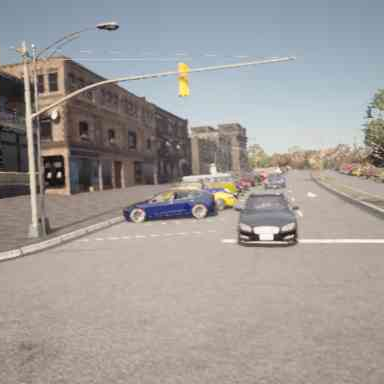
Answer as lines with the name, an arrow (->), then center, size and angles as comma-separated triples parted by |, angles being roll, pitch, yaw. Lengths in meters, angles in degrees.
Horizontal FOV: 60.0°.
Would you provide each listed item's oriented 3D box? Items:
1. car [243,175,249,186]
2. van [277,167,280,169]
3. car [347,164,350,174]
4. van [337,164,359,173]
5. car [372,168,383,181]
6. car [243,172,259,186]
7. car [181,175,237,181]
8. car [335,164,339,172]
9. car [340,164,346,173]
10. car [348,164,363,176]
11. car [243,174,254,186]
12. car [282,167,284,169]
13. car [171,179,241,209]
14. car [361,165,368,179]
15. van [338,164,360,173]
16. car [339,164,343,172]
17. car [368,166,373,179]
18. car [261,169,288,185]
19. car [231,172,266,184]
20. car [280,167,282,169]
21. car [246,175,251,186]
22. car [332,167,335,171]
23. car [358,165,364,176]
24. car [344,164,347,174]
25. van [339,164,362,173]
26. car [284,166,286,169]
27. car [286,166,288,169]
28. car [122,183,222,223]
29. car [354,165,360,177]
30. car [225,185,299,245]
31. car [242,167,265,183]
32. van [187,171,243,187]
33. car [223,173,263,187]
car -> 1.980, -0.333, 28.732 | 4.892, 1.521, 2.231 | -4, 3, -5
van -> 16.687, -4.322, 74.598 | 4.442, 1.987, 1.878 | -4, 3, 0
car -> 29.534, -3.665, 56.569 | 4.553, 1.767, 2.185 | -2, 4, -1
van -> 38.286, -5.876, 81.734 | 4.442, 1.987, 1.878 | -2, 4, 0
car -> 23.472, -1.926, 36.894 | 5.366, 1.575, 1.946 | -2, 4, -3
car -> 5.261, -1.222, 40.324 | 4.674, 1.452, 2.002 | -4, 4, -4
car -> 0.418, 0.003, 22.894 | 4.553, 1.767, 2.185 | -4, 3, -6
car -> 35.256, -4.945, 73.356 | 5.366, 1.575, 1.946 | -2, 4, 0
car -> 31.313, -4.005, 62.166 | 5.366, 1.575, 1.946 | -2, 4, -1
car -> 28.616, -3.307, 53.779 | 5.008, 1.535, 2.097 | -2, 4, -1
car -> 3.588, -0.757, 34.541 | 4.674, 1.452, 2.002 | -4, 3, -4
car -> 18.547, -4.812, 80.236 | 5.566, 2.045, 2.435 | -4, 4, 0
car -> -0.097, 0.340, 20.003 | 5.366, 1.575, 1.946 | -4, 3, -6
car -> 24.992, -2.378, 42.535 | 5.008, 1.535, 2.097 | -2, 4, -2
van -> 37.298, -5.641, 78.935 | 4.442, 1.987, 1.878 | -2, 4, 0
car -> 32.495, -4.496, 64.955 | 5.566, 2.045, 2.435 | -2, 4, 0
car -> 24.161, -2.272, 39.697 | 4.553, 1.767, 2.185 | -2, 4, -3
car -> 9.002, -1.306, 36.112 | 2.097, 1.767, 4.553 | -2, 4, 16
car -> 8.806, -2.198, 51.836 | 5.008, 1.535, 2.097 | -4, 4, -2
car -> 17.585, -4.327, 77.434 | 5.008, 1.535, 2.097 | -4, 3, 0
car -> 2.785, -0.526, 31.634 | 4.674, 1.452, 2.002 | -4, 4, -5
car -> 39.423, -6.143, 84.534 | 5.566, 2.045, 2.435 | -2, 4, 0
car -> 25.850, -2.578, 45.346 | 4.792, 1.488, 2.163 | -2, 4, -2
car -> 30.523, -3.774, 59.379 | 4.892, 1.521, 2.231 | -2, 4, -1
van -> 36.308, -5.405, 76.136 | 4.442, 1.987, 1.878 | -2, 4, 0
car -> 20.550, -5.286, 85.880 | 5.566, 2.045, 2.435 | -4, 4, 0
car -> 22.611, -5.765, 91.539 | 5.566, 2.045, 2.435 | -4, 3, 0
car -> -1.166, 0.622, 17.149 | 4.792, 1.488, 2.163 | -4, 4, -6
car -> 26.813, -2.813, 48.171 | 4.792, 1.488, 2.163 | -2, 4, -2
car -> 2.685, 0.808, 11.932 | 2.128, 1.511, 4.902 | -2, 5, 13
car -> 6.129, -1.748, 43.204 | 5.566, 2.045, 2.435 | -4, 3, -3
van -> 1.314, -0.337, 25.818 | 4.442, 1.987, 1.878 | -4, 3, -5
car -> 6.989, -1.729, 46.098 | 5.008, 1.535, 2.097 | -4, 3, -3
